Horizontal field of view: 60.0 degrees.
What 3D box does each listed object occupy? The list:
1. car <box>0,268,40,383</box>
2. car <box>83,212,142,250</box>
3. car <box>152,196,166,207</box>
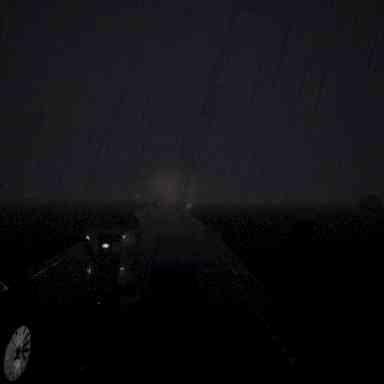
[{"bbox_3d":[-2.933,1.501,2.551,2.128,1.511,4.902,0,0,-1],"label":"car"},{"bbox_3d":[-3.297,1.597,14.855,2.033,1.411,5.357,0,0,-3],"label":"car"},{"bbox_3d":[-5.498,1.524,55.859,2.097,1.767,4.553,0,0,0],"label":"car"}]
